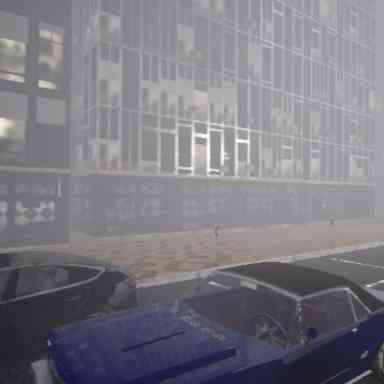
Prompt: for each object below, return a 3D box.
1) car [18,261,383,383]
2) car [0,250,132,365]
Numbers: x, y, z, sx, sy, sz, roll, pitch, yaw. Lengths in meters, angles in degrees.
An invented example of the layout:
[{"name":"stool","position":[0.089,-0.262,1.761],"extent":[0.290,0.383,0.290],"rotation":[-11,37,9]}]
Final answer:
[{"name":"car","position":[0.762,1.626,3.922],"extent":[4.718,1.301,1.895],"rotation":[1,0,-35]},{"name":"car","position":[-2.824,1.569,4.543],"extent":[4.313,1.339,1.947],"rotation":[1,0,-36]}]
